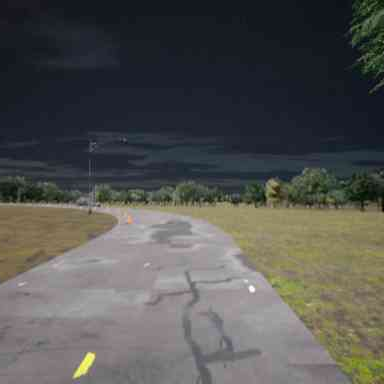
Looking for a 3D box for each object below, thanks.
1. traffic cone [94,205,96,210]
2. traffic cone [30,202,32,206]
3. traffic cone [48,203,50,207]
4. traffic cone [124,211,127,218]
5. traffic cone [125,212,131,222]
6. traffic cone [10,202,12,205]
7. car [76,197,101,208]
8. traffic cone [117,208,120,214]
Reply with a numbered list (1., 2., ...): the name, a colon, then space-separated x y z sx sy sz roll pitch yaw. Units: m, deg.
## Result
1. traffic cone: -12.176 1.972 41.894 0.340 0.580 0.340 1 0 -36
2. traffic cone: -26.314 1.943 54.222 0.340 0.580 0.340 0 -1 28
3. traffic cone: -22.290 1.962 51.744 0.340 0.580 0.340 0 -1 35
4. traffic cone: -5.803 1.944 29.294 0.340 0.580 0.340 0 0 -17
5. traffic cone: -4.643 1.937 24.713 0.340 0.580 0.340 0 0 -11
6. traffic cone: -30.585 1.914 56.243 0.340 0.580 0.340 0 -1 22
7. car: -14.858 1.531 47.807 4.902 1.511 2.128 0 -1 45
8. traffic cone: -7.460 1.953 33.720 0.340 0.580 0.340 0 0 -24
